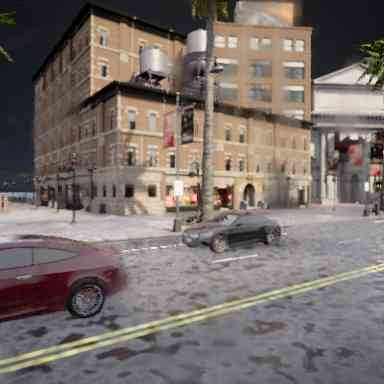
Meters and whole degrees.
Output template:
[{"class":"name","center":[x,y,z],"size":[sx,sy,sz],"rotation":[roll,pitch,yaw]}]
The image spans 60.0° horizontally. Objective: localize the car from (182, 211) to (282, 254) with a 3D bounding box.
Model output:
[{"class":"car","center":[1.776,1.554,13.813],"size":[4.674,1.442,1.812],"rotation":[0,0,-35]}]

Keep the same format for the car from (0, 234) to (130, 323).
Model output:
[{"class":"car","center":[-3.406,1.527,5.859],"size":[4.674,1.442,1.812],"rotation":[0,0,-35]}]
